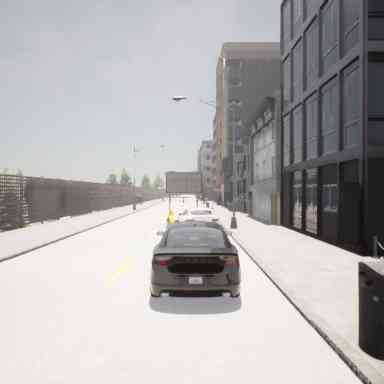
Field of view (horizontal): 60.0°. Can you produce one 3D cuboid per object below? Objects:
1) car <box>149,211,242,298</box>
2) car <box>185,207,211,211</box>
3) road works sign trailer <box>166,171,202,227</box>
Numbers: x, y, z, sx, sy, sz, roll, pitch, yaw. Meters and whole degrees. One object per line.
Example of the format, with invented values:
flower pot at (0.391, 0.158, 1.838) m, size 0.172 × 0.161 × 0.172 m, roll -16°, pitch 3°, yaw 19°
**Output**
car at (0.067, 1.478, 8.596) m, size 1.882 × 1.535 × 5.008 m, roll 0°, pitch 0°, yaw 0°
car at (0.297, 1.542, 17.953) m, size 1.812 × 1.442 × 4.674 m, roll 0°, pitch -1°, yaw -7°
road works sign trailer at (-0.571, 0.464, 21.457) m, size 2.380 × 3.560 × 2.880 m, roll 0°, pitch 0°, yaw -16°
